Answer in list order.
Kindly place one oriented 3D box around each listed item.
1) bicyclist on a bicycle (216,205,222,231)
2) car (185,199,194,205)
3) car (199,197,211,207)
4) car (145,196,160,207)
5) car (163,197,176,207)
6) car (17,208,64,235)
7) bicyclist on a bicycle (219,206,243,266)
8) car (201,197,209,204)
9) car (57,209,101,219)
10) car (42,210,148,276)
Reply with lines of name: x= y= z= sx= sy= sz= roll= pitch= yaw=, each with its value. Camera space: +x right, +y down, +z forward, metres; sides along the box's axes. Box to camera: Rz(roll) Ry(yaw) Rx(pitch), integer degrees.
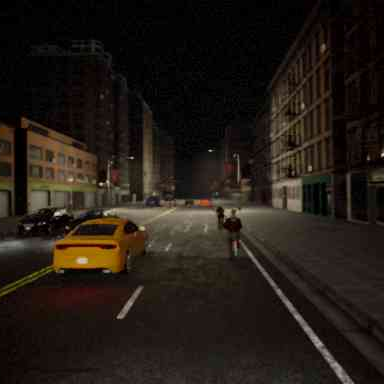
bicyclist on a bicycle: x=1.712 y=1.587 z=20.080 sx=0.582 sy=1.620 sz=1.656 roll=-1 pitch=-1 yaw=2
car: x=-0.494 y=2.111 z=70.084 sx=1.895 sy=1.301 sz=4.718 roll=-1 pitch=0 yaw=2
car: x=2.334 y=1.749 z=58.808 sx=2.097 sy=1.767 sz=4.553 roll=-1 pitch=0 yaw=3
car: x=-7.339 y=1.777 z=62.947 sx=2.150 sy=2.045 sz=5.566 roll=-1 pitch=0 yaw=3
car: x=-4.142 y=1.856 z=61.698 sx=2.097 sy=1.767 sz=4.553 roll=-1 pitch=0 yaw=3
car: x=-9.004 y=1.775 z=20.889 sx=2.128 sy=1.511 sz=4.902 roll=-1 pitch=0 yaw=2
bicyclist on a bicycle: x=1.370 y=1.440 z=11.017 sx=0.659 sy=1.776 sz=1.843 roll=-1 pitch=0 yaw=2
car: x=3.073 y=2.009 z=79.780 sx=1.882 sy=1.535 sz=5.008 roll=-1 pitch=0 yaw=2
car: x=-5.786 y=1.781 z=19.993 sx=2.033 sy=1.411 sz=5.357 roll=-1 pitch=0 yaw=2
car: x=-2.679 y=1.600 z=10.868 sx=1.882 sy=1.535 sz=5.008 roll=-1 pitch=0 yaw=2
